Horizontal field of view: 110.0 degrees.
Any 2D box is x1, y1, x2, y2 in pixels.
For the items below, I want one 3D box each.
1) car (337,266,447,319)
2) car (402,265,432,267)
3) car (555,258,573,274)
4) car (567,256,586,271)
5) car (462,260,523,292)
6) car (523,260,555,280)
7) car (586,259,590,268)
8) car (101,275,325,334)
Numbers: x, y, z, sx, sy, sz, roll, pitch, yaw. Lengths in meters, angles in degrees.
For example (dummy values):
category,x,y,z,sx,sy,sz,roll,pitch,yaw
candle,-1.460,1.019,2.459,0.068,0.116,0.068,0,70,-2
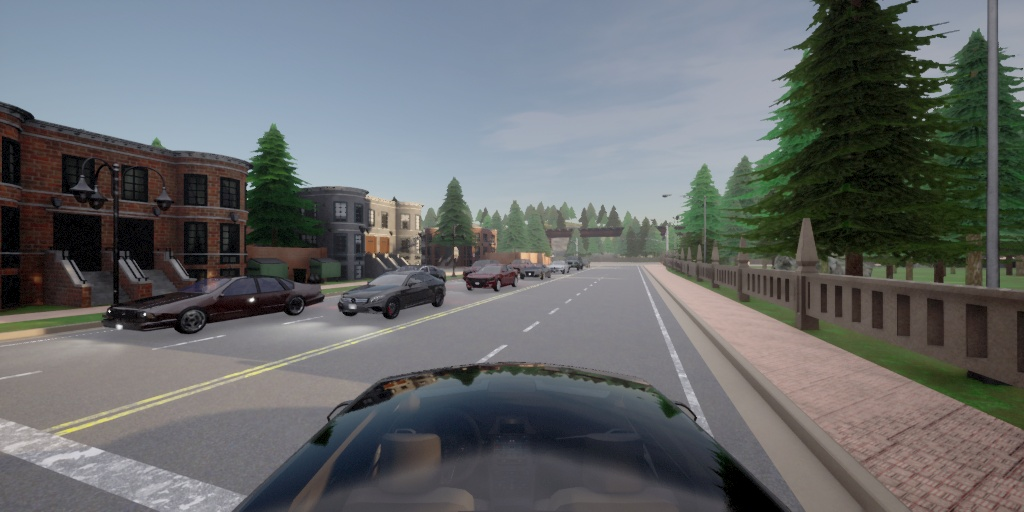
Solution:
category,x,y,z,sx,sy,sz,roll,pitch,yaw
car,-4.090,1.276,13.088,1.812,1.442,4.674,0,0,19
car,-5.442,1.241,20.016,2.128,1.511,4.902,0,0,18
car,5.357,1.275,40.960,1.812,1.442,4.674,0,0,19
car,8.711,0.971,50.837,2.150,2.045,5.566,0,0,19
car,-1.095,1.227,21.923,1.882,1.535,5.008,0,0,19
car,2.128,1.314,31.407,1.994,1.385,4.181,0,0,20
car,12.178,1.254,61.010,1.837,1.490,4.892,0,0,19
car,-8.482,1.297,11.038,2.033,1.411,5.357,0,0,19
